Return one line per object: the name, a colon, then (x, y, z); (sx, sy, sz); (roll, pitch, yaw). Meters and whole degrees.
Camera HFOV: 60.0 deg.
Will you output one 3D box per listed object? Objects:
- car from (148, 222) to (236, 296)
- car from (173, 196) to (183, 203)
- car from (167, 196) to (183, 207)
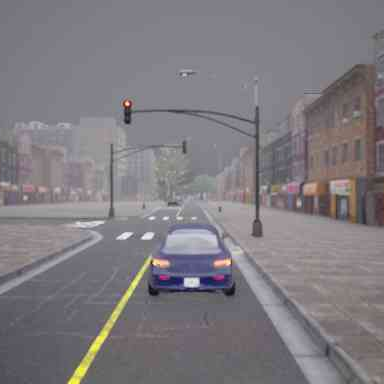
car: (-0.004, 1.490, 8.435); (1.812, 1.442, 4.674); (0, 0, 0)
car: (-2.833, 1.523, 68.831); (1.882, 1.535, 5.008); (0, -1, 0)
car: (-2.891, 1.649, 52.563); (1.895, 1.301, 4.718); (0, 0, 0)
